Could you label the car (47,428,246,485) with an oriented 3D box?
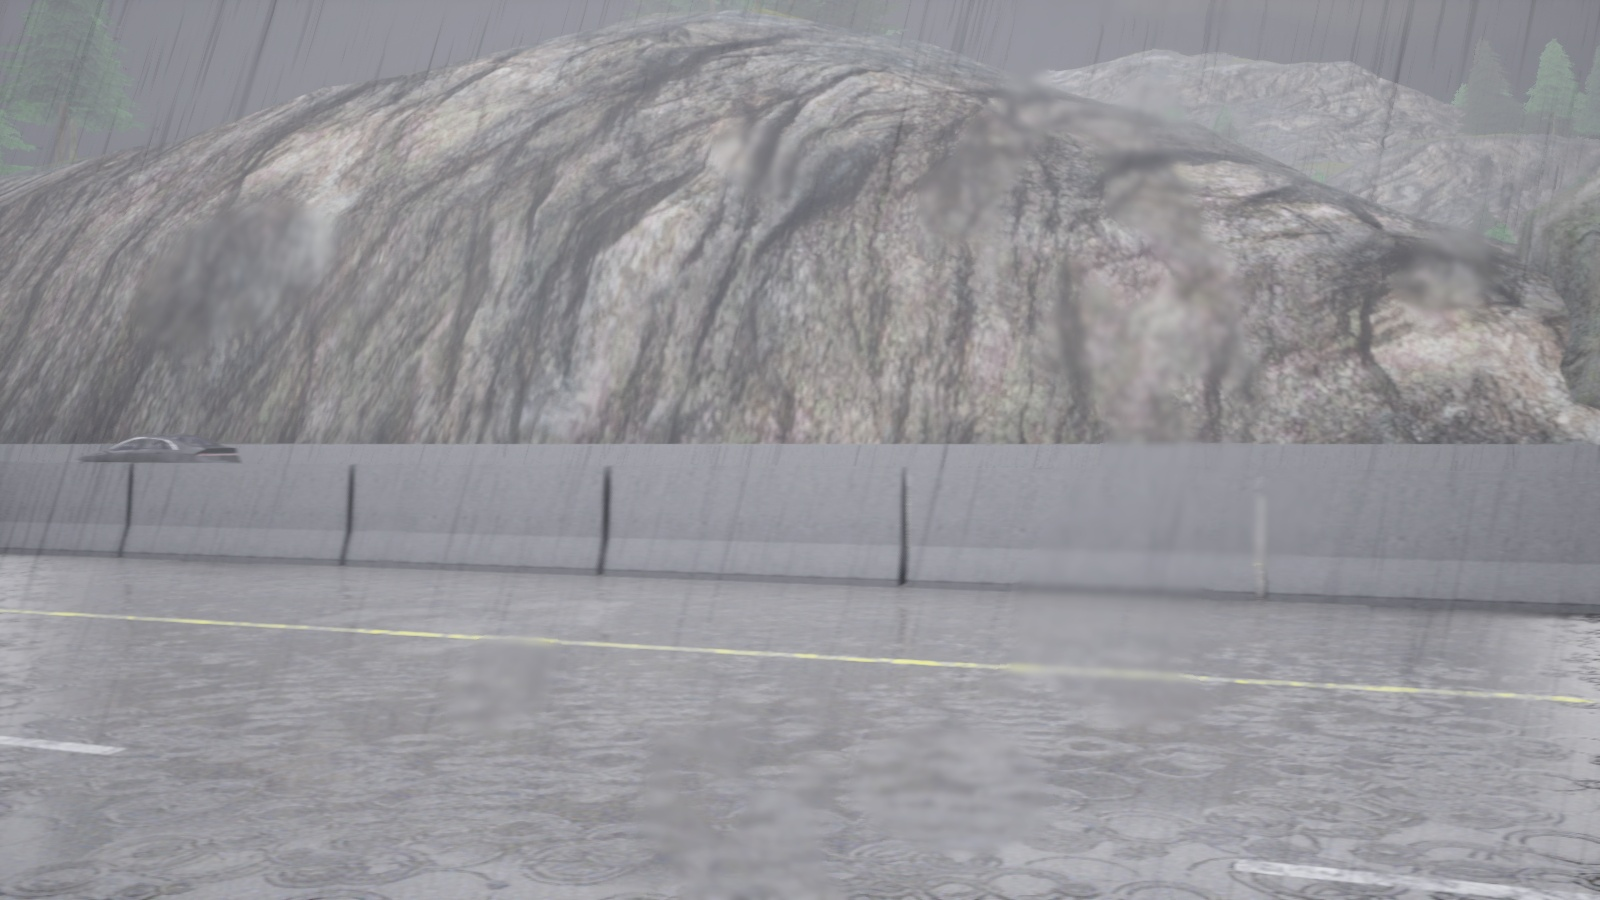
[{"bbox_3d":[-18.287,0.150,35.192,4.902,1.511,2.128,1,1,19],"label":"car"}]
